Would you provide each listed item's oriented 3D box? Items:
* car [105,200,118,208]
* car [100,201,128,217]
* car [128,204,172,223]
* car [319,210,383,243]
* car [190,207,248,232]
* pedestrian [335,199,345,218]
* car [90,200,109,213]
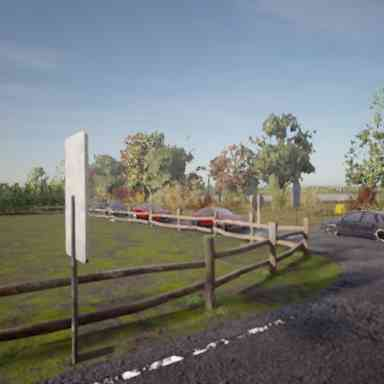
[{"bbox_3d":[-15.583,2.273,64.220,1.812,1.442,4.674,-1,0,-20],"label":"car"},{"bbox_3d":[-8.594,2.028,37.521,1.994,1.385,4.181,-1,0,-29],"label":"car"},{"bbox_3d":[-3.628,1.819,29.710,1.882,1.535,5.008,-1,0,-34],"label":"car"},{"bbox_3d":[8.883,1.614,16.603,2.033,1.411,5.357,-1,0,-22],"label":"car"},{"bbox_3d":[1.664,1.739,22.033,1.812,1.442,4.674,-1,0,-35],"label":"car"},{"bbox_3d":[9.476,1.387,21.291,0.375,1.860,0.375,-2,1,-35],"label":"pedestrian"},{"bbox_3d":[-13.119,2.149,46.470,1.994,1.385,4.181,-1,0,-22],"label":"car"}]
